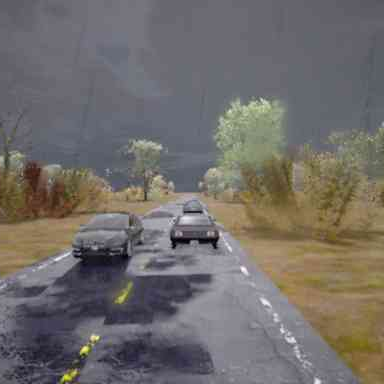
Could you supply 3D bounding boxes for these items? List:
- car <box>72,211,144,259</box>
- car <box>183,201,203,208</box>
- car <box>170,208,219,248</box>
[{"bbox_3d":[-3.003,1.516,12.712,1.837,1.490,4.892,0,0,0],"label":"car"},{"bbox_3d":[0.102,1.557,32.986,1.994,1.385,4.181,0,0,0],"label":"car"},{"bbox_3d":[0.099,1.601,14.699,1.895,1.301,4.718,0,0,0],"label":"car"}]
